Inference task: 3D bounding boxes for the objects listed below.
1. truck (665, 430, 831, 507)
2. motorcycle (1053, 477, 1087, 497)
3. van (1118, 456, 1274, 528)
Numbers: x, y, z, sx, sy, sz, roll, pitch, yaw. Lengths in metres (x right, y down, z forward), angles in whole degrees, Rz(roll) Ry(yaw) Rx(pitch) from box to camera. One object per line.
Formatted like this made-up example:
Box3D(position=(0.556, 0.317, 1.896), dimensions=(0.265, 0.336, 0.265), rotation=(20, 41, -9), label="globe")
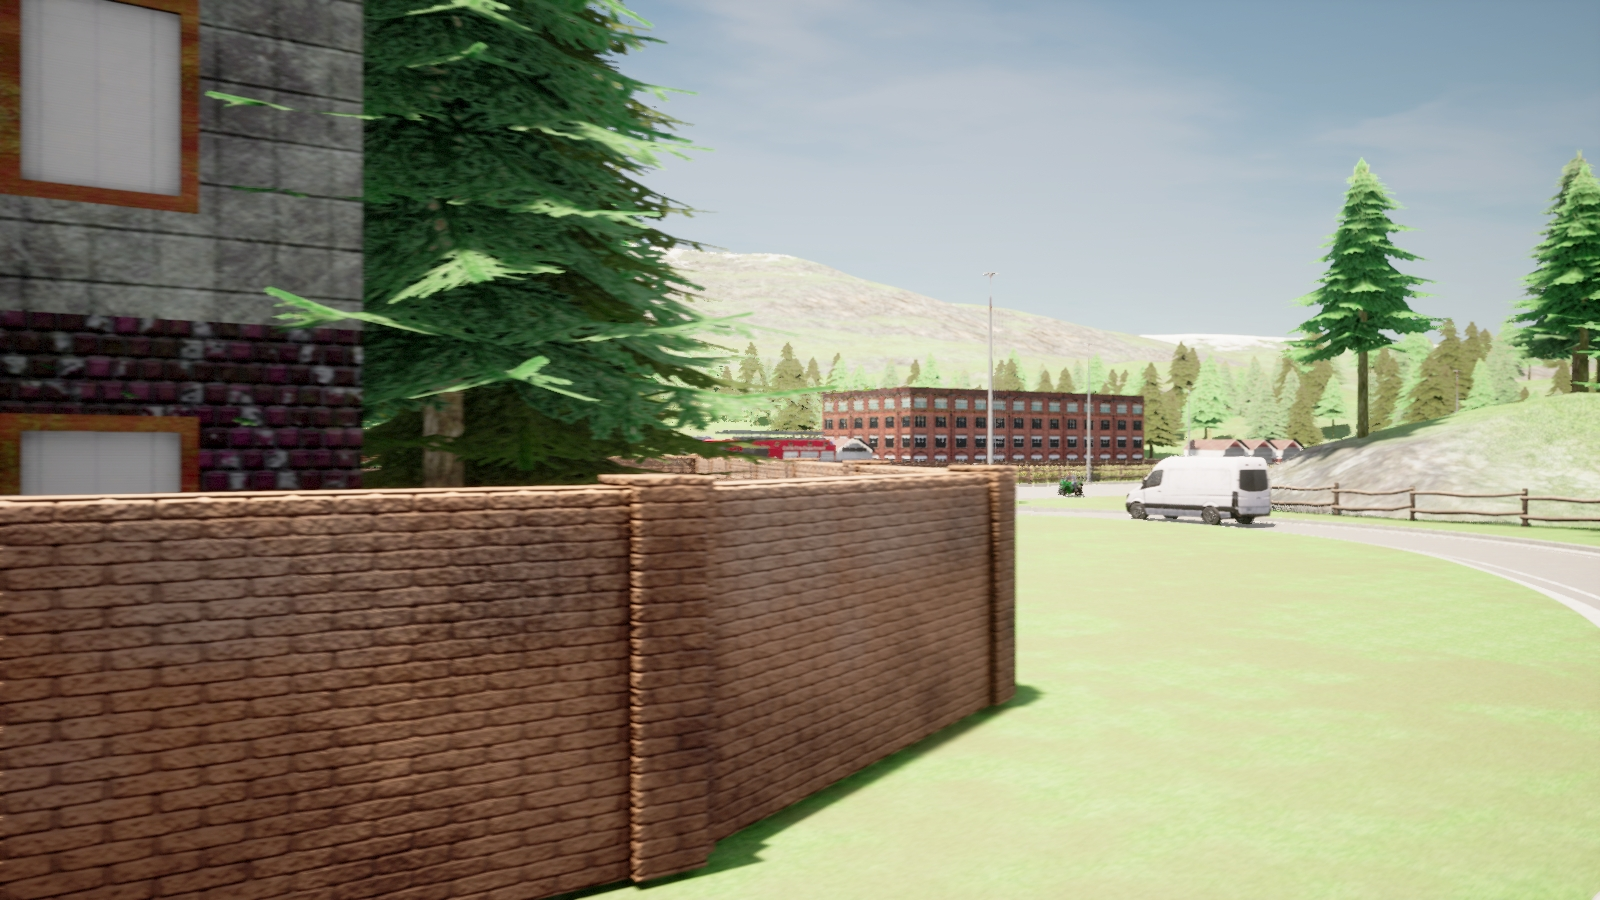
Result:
Box3D(position=(-2.652, 0.915, 60.219), dimensions=(8.468, 3.827, 2.891), rotation=(0, 0, -33), label="truck")
Box3D(position=(16.184, 2.209, 68.447), dimensions=(2.033, 1.199, 0.803), rotation=(0, 0, -33), label="motorcycle")
Box3D(position=(15.226, 1.548, 44.295), dimensions=(1.988, 2.561, 5.915), rotation=(0, 0, -28), label="van")
